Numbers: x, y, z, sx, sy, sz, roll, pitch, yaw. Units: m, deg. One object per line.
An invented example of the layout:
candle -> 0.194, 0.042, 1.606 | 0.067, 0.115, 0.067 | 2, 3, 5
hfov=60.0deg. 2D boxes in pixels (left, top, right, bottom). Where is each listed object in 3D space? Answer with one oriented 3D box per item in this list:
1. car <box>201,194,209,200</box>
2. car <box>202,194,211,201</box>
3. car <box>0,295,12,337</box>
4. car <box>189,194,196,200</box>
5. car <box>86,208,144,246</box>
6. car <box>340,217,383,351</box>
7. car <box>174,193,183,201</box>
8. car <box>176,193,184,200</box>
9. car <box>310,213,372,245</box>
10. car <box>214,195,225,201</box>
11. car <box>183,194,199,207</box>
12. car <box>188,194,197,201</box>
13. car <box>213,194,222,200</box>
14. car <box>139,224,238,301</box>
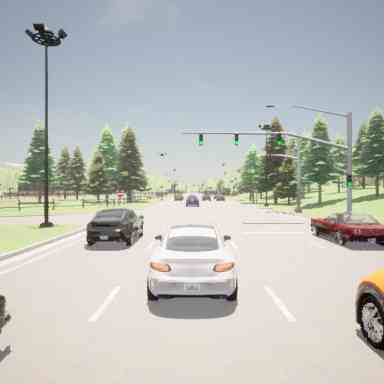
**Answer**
car -> 3.640, 1.372, 93.140 | 2.033, 1.411, 5.357 | 0, 0, 0
car -> 3.625, 1.347, 83.107 | 2.097, 1.767, 4.553 | 0, 0, 0
car -> -3.397, 1.601, 2.415 | 1.895, 1.301, 4.718 | 0, 0, 0
car -> 0.140, 1.332, 93.146 | 1.837, 1.490, 4.892 | 0, 0, 0
car -> -3.402, 1.506, 15.338 | 1.837, 1.490, 4.892 | 0, 0, 0
car -> 3.603, 1.352, 3.358 | 2.097, 1.767, 4.553 | 0, 0, 0
car -> -3.375, 1.544, 83.114 | 1.994, 1.385, 4.181 | 0, 0, 0
car -> -3.360, 1.187, 93.121 | 2.097, 1.767, 4.553 | 0, 0, 0
car -> 7.099, 1.601, 15.316 | 1.895, 1.301, 4.718 | 0, 0, 0
car -> 7.124, 1.517, 82.715 | 2.128, 1.511, 4.902 | 0, 0, 0
car -> 0.078, 1.352, 52.083 | 2.097, 1.767, 4.553 | 0, 0, 0
car -> 0.125, 1.347, 83.112 | 2.097, 1.767, 4.553 | 0, 0, 0
car -> 7.140, 1.385, 93.135 | 1.994, 1.385, 4.181 | 0, 0, 0
car -> 0.019, 1.526, 8.210 | 1.812, 1.442, 4.674 | 0, 0, 0
